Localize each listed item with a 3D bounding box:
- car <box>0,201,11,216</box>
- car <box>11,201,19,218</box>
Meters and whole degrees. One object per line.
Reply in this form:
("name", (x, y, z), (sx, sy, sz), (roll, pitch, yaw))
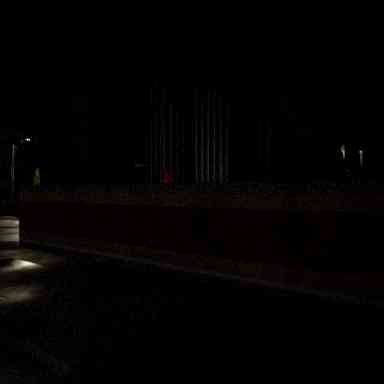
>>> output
("car", (-16.407, 1.546, 29.086), (2.128, 1.511, 4.902), (0, 0, 37))
("car", (-12.249, 1.602, 28.808), (2.033, 1.411, 5.357), (0, 0, 37))
